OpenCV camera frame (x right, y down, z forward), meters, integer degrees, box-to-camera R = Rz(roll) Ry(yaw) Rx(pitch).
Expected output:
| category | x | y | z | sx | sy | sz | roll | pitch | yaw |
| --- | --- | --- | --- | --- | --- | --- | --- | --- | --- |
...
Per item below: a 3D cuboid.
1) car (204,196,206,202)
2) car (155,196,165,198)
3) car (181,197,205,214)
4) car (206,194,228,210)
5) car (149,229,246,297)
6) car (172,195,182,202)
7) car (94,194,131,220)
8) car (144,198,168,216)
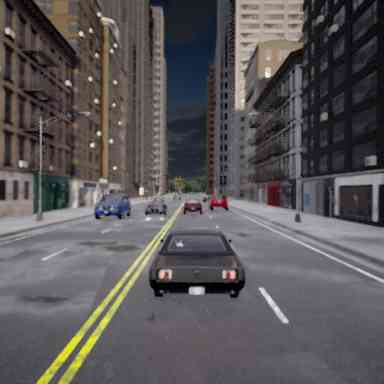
| category | x | y | z | sx | sy | sz | roll | pitch | yaw |
| --- | --- | --- | --- | --- | --- | --- | --- | --- | --- |
| car | 3.245 | 1.527 | 70.241 | 1.812 | 1.442 | 4.674 | 0 | 0 | 0 |
| car | -6.506 | 1.456 | 67.554 | 1.812 | 1.442 | 4.674 | 0 | 0 | 0 |
| car | 0.098 | 1.478 | 35.725 | 1.882 | 1.535 | 5.008 | 0 | 0 | 0 |
| car | 3.346 | 1.241 | 42.871 | 2.150 | 2.045 | 5.566 | 0 | 0 | 0 |
| car | 0.099 | 1.603 | 8.576 | 1.895 | 1.301 | 4.718 | 0 | 0 | 0 |
| car | -3.254 | 1.361 | 72.674 | 1.837 | 1.490 | 4.892 | 0 | 0 | 0 |
| car | -6.594 | 1.184 | 28.285 | 2.150 | 2.045 | 5.566 | 0 | 0 | 0 |
| car | -3.338 | 1.546 | 31.852 | 1.994 | 1.385 | 4.181 | 0 | 0 | 0 |
